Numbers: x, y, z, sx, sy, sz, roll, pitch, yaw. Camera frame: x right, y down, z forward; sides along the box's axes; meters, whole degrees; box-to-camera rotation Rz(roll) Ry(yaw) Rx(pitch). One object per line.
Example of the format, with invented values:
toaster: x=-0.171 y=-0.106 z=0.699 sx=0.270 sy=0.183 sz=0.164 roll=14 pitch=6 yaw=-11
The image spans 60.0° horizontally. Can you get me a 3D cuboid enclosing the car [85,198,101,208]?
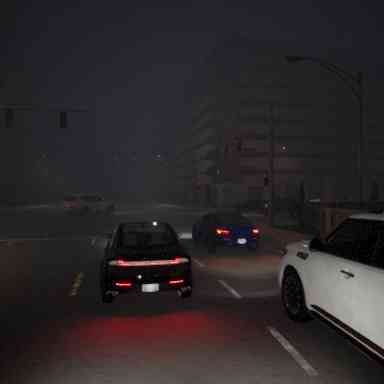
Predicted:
car: x=-14.622 y=1.555 z=49.437 sx=1.994 sy=1.385 sz=4.181 roll=0 pitch=0 yaw=-13

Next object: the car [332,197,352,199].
car: x=17.848 y=1.575 z=36.684 sx=4.674 sy=1.442 sz=1.812 roll=0 pitch=0 yaw=-14

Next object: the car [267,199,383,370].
car: x=2.990 y=1.221 z=4.183 sx=2.150 sy=2.045 sz=5.566 roll=0 pitch=0 yaw=-7

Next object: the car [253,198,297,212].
car: x=9.126 y=1.401 z=34.550 sx=4.553 sy=1.767 sz=2.097 roll=0 pitch=0 yaw=-14

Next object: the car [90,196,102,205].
car: x=-16.902 y=1.515 z=59.000 sx=1.812 sy=1.442 sz=4.674 roll=0 pitch=0 yaw=-13

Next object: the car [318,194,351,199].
car: x=16.669 y=1.270 z=40.005 sx=5.566 sy=2.045 sz=2.150 roll=0 pitch=0 yaw=-14

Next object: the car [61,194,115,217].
car: x=-9.856 y=1.233 z=32.004 sx=2.150 sy=2.045 sz=5.566 roll=1 pitch=1 yaw=29

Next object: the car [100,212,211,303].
car: x=-1.204 y=1.490 z=8.303 sx=2.128 sy=1.511 sz=4.902 roll=0 pitch=0 yaw=-11

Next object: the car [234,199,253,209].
car: x=7.095 y=1.553 z=37.653 sx=4.892 sy=1.490 sz=1.837 roll=0 pitch=0 yaw=-14

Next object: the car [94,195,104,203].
car: x=-19.248 y=1.465 z=69.043 sx=1.882 sy=1.535 sz=5.008 roll=0 pitch=0 yaw=-14

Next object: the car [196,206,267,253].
car: x=1.254 y=1.523 z=13.723 sx=1.812 sy=1.442 sz=4.674 roll=0 pitch=0 yaw=-12

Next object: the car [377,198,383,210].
car: x=26.476 y=1.526 z=42.415 sx=5.008 sy=1.535 sz=1.882 roll=0 pitch=0 yaw=-14
